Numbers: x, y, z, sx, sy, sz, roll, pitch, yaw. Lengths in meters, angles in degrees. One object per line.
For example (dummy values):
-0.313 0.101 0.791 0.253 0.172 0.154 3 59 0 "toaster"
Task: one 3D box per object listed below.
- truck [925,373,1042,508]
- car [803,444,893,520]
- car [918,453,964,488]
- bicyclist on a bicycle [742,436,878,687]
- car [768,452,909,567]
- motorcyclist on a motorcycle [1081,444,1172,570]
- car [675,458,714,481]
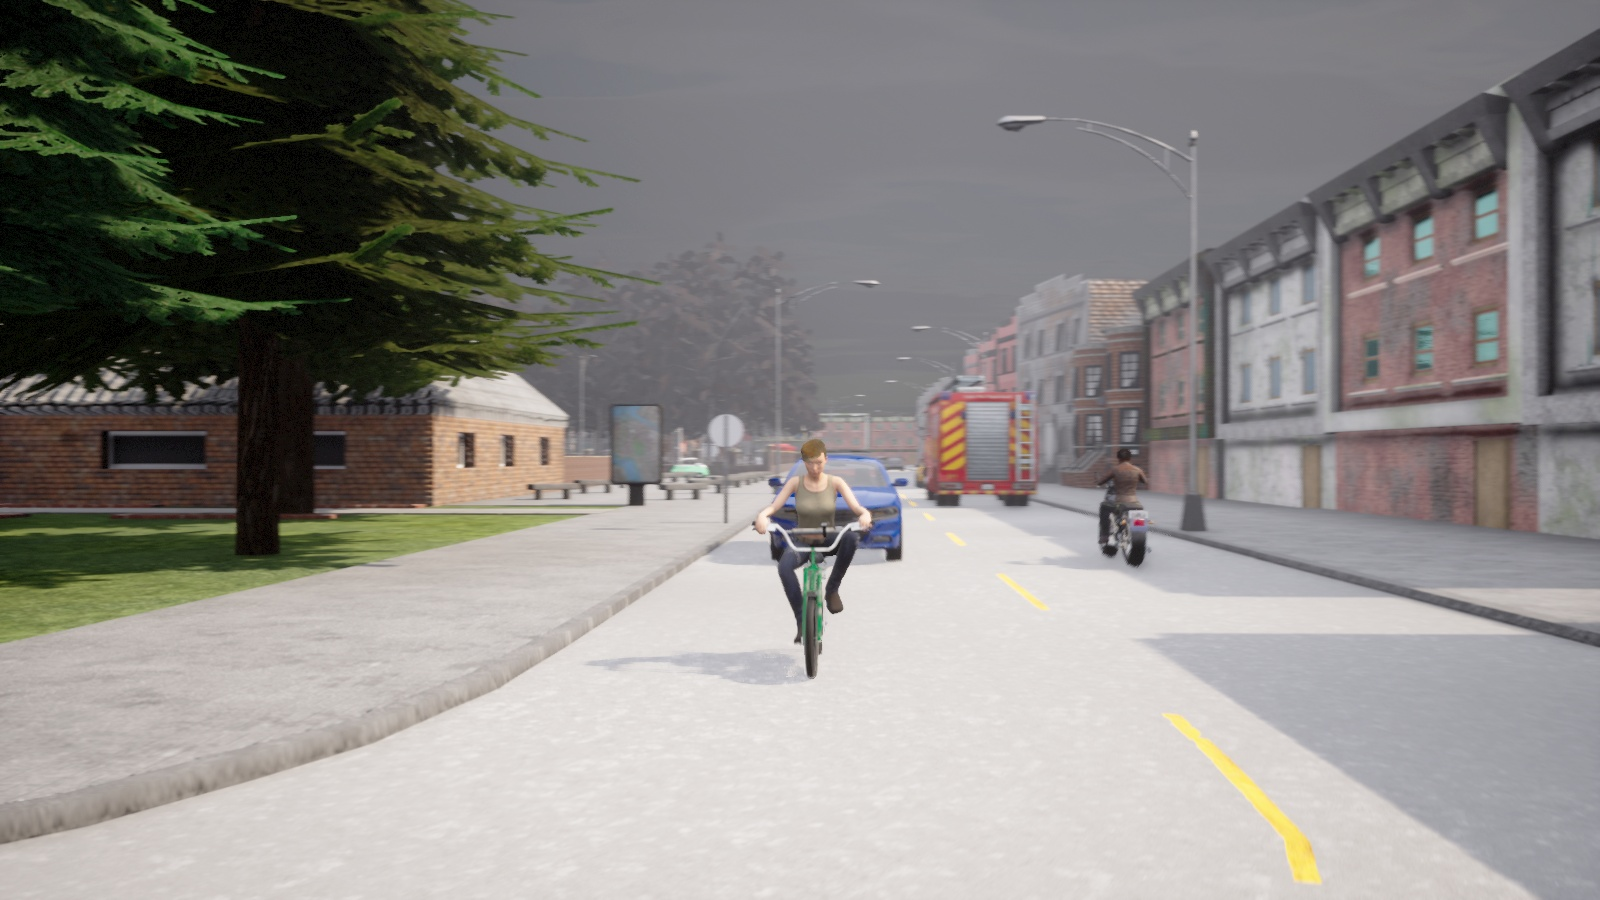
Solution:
5.649 -0.249 40.072 2.891 3.827 8.468 0 0 3 "truck"
1.231 0.749 31.547 2.097 1.767 4.553 0 0 3 "car"
6.555 0.940 58.771 1.801 1.575 5.366 0 0 3 "car"
0.111 0.723 8.831 0.866 1.612 1.509 0 0 4 "bicyclist on a bicycle"
0.633 0.812 19.344 1.882 1.535 5.008 0 0 3 "car"
4.559 0.762 17.691 0.766 1.649 2.350 0 0 3 "motorcyclist on a motorcycle"
-6.558 1.199 78.347 2.207 1.376 1.481 -1 0 3 "car"
